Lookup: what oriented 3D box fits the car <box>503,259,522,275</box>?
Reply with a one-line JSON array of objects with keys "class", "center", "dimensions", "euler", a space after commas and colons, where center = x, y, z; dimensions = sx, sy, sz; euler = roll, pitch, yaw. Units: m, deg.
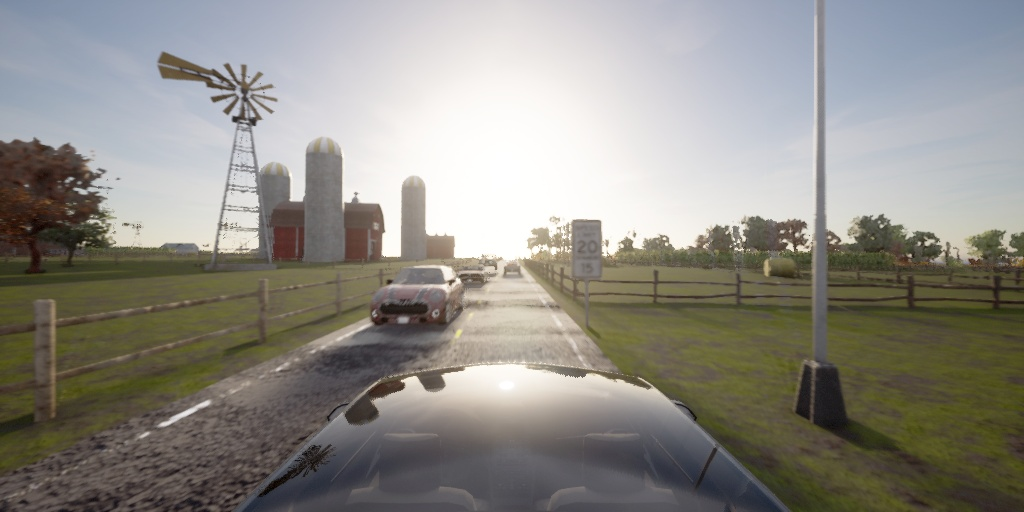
[{"class": "car", "center": [0.029, 1.188, 38.380], "dimensions": [2.128, 1.511, 4.902], "euler": [0, 0, 0]}]

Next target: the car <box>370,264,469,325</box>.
[{"class": "car", "center": [-2.834, 1.087, 11.630], "dimensions": [2.097, 1.767, 4.553], "euler": [0, 0, 0]}]

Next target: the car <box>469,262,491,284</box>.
[{"class": "car", "center": [-2.820, 1.312, 26.307], "dimensions": [1.895, 1.301, 4.718], "euler": [0, 0, 0]}]

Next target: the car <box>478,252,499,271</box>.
[{"class": "car", "center": [-2.728, 0.570, 42.300], "dimensions": [2.150, 2.045, 5.566], "euler": [0, 0, 0]}]
